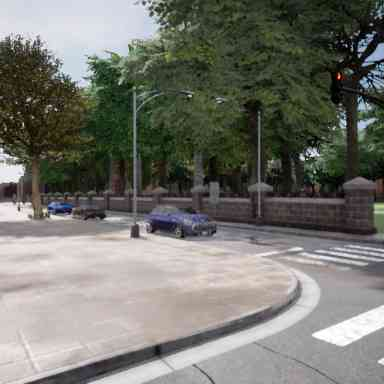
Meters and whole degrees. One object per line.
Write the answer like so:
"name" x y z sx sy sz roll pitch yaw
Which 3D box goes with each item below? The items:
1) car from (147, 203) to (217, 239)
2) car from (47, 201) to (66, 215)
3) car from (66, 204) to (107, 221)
"car" -0.669 1.490 18.372 2.097 1.767 4.553 0 0 -36
"car" -15.815 1.898 39.626 1.882 1.535 5.008 0 0 -35
"car" -9.716 1.844 31.028 2.033 1.411 5.357 0 -1 -35
